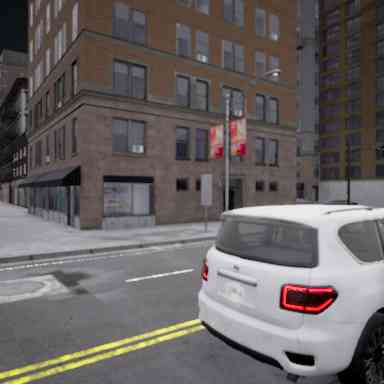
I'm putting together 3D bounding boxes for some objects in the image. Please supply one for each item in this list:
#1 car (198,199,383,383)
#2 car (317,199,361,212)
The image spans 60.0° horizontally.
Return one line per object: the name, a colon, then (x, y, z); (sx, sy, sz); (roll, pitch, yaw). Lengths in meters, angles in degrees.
car: (2.699, 1.213, 5.349); (5.566, 2.045, 2.150); (0, 0, -35)
car: (17.057, 1.538, 38.771); (1.947, 1.339, 4.313); (0, 0, -35)
